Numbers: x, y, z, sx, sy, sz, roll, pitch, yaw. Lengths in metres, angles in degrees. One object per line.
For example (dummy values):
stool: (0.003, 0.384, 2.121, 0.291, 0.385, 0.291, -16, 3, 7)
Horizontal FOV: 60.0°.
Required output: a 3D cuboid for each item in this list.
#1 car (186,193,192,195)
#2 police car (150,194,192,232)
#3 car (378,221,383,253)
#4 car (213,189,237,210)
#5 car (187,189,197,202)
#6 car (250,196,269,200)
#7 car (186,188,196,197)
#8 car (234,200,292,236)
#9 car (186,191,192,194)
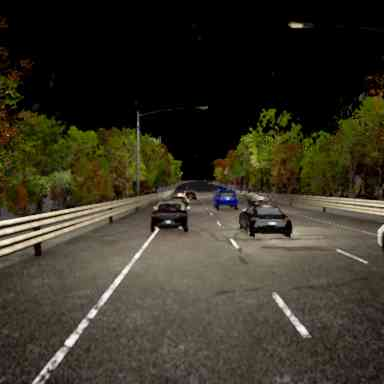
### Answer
car: (-1.171, 1.106, 28.167, 1.837, 1.490, 4.892, 0, 1, 0)
police car: (-1.128, 1.165, 18.274, 1.930, 1.638, 5.238, 0, 1, 0)
car: (7.064, 1.102, 8.326, 2.150, 2.045, 5.566, 0, 1, 0)
car: (3.450, 0.725, 35.006, 2.150, 2.045, 5.566, 0, 1, 0)
car: (-0.233, 0.721, 53.451, 1.882, 1.535, 5.008, 0, 1, 0)
car: (6.949, 1.112, 34.501, 1.895, 1.301, 4.718, 0, 1, 0)
car: (-0.314, 0.149, 71.869, 2.097, 1.767, 4.553, 0, 1, 0)
car: (3.530, 1.327, 16.635, 1.994, 1.385, 4.181, 0, 1, 0)
car: (-1.199, 0.969, 34.358, 1.801, 1.575, 5.366, 0, 1, 0)
